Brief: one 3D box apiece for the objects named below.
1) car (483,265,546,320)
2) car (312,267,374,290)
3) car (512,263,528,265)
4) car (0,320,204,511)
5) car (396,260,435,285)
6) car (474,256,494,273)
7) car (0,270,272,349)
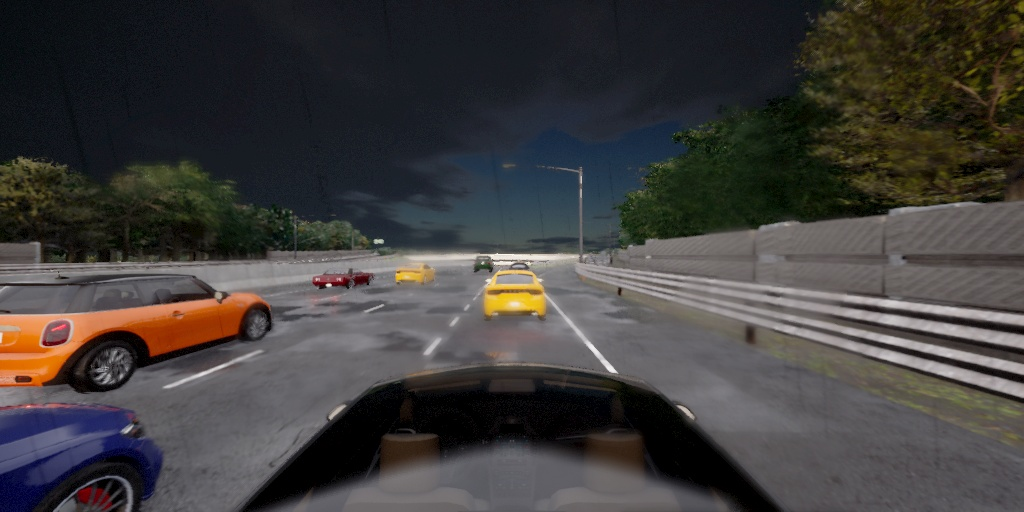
[{"bbox_3d":[0.095,1.237,12.733,1.882,1.535,5.008,0,0,0],"label":"car"},{"bbox_3d":[-10.410,1.368,22.601,1.895,1.301,4.718,0,0,0],"label":"car"},{"bbox_3d":[0.695,1.294,31.022,1.812,1.442,4.674,0,0,5],"label":"car"},{"bbox_3d":[-3.500,1.275,0.658,1.812,1.442,4.674,0,0,0],"label":"car"},{"bbox_3d":[-6.911,1.248,26.144,1.882,1.535,5.008,0,0,0],"label":"car"},{"bbox_3d":[-3.520,1.019,45.671,2.150,2.045,5.566,0,0,0],"label":"car"},{"bbox_3d":[-6.903,1.106,6.881,2.097,1.767,4.553,0,0,0],"label":"car"}]
